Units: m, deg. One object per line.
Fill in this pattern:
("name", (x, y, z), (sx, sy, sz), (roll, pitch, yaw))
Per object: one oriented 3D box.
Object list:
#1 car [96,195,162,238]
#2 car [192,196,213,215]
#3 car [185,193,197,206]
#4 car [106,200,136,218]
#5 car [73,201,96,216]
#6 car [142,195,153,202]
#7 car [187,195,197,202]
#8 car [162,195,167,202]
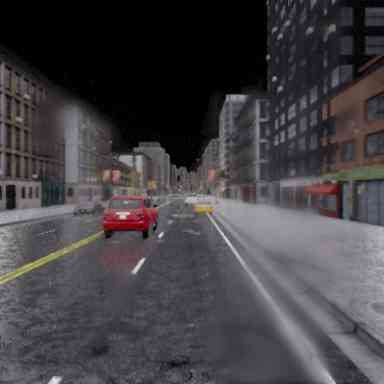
("car", (-3.139, 1.228, 17.851), (2.150, 2.045, 5.566), (0, 0, 0))
("car", (1.139, 1.456, 33.739), (1.801, 1.575, 5.366), (0, 0, 0))
("car", (-0.006, 1.207, 53.429), (2.150, 2.045, 5.566), (0, 0, 2))
("car", (-6.595, 1.529, 31.497), (1.812, 1.442, 4.674), (0, 0, 0))
("car", (-9.845, 1.567, 31.878), (1.994, 1.385, 4.181), (0, 0, 0))
("car", (-9.748, 1.467, 73.469), (1.994, 1.385, 4.181), (0, 0, 0))
("car", (0.001, 1.366, 72.814), (2.033, 1.411, 5.357), (0, 0, 0))
("car", (-6.499, 1.425, 72.078), (1.837, 1.490, 4.892), (0, 0, 0))
